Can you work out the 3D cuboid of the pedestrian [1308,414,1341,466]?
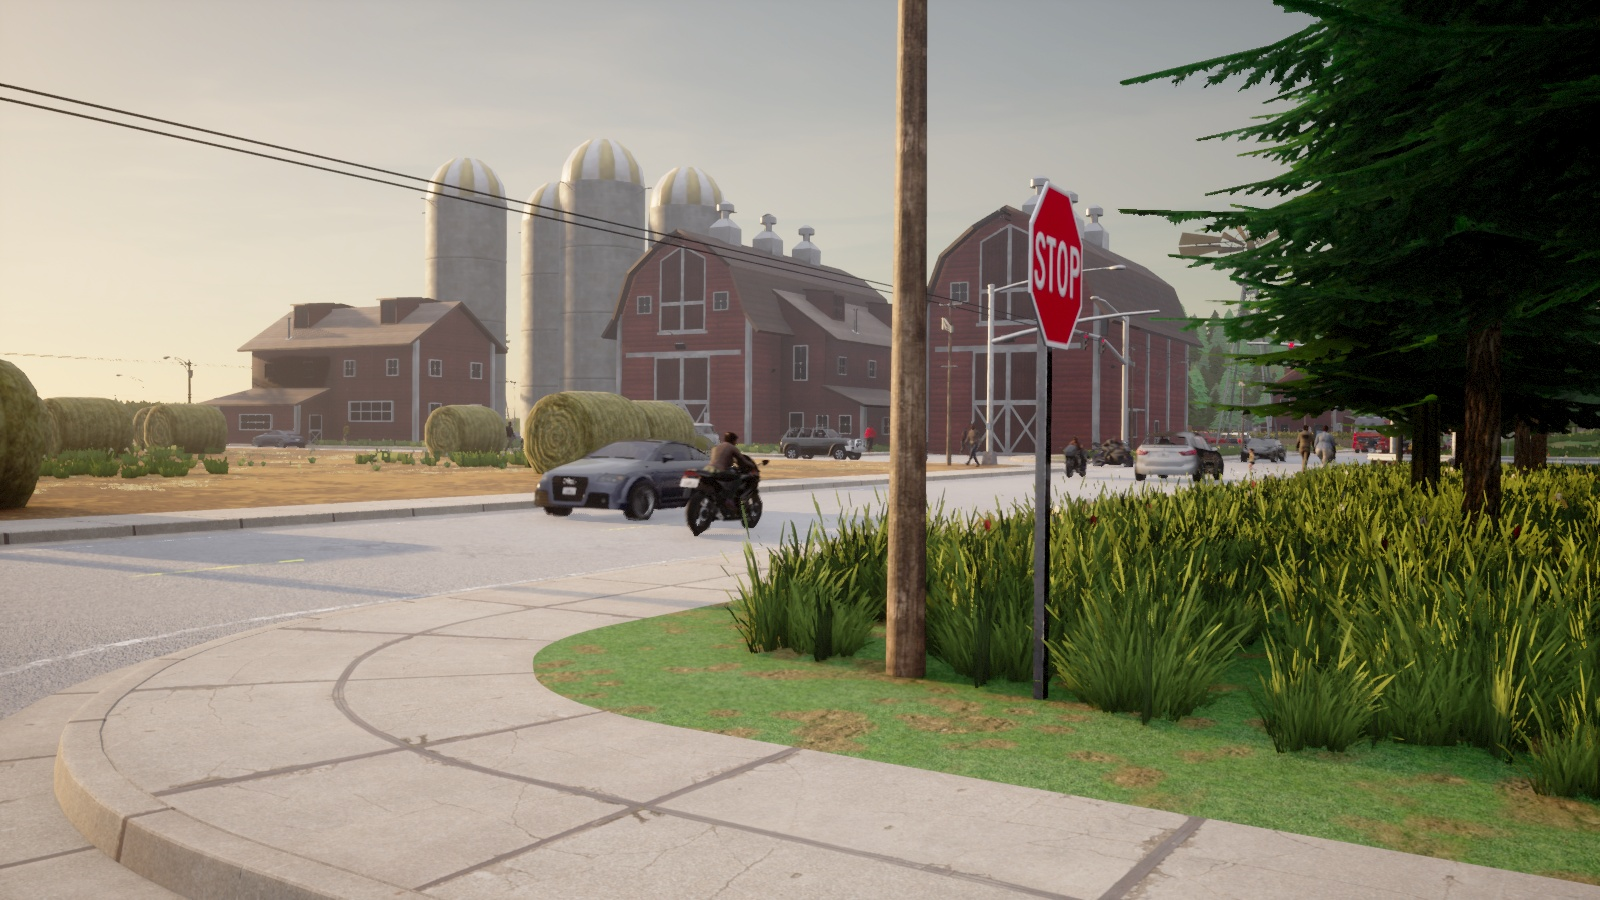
[{"bbox_3d":[18.716,-0.360,44.798,0.874,1.855,0.900,0,1,36],"label":"pedestrian"}]

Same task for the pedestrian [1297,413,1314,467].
[{"bbox_3d":[18.171,-0.359,45.147,0.396,1.930,0.692,0,1,35],"label":"pedestrian"}]

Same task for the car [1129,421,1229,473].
[{"bbox_3d":[13.017,-0.099,42.960,2.242,1.667,4.611,0,0,31],"label":"car"}]

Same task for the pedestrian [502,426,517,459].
[{"bbox_3d":[-16.146,-0.415,69.738,0.703,1.840,0.431,0,1,29],"label":"pedestrian"}]

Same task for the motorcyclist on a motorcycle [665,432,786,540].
[{"bbox_3d":[-1.079,0.501,18.857,0.797,1.523,2.044,0,1,30],"label":"motorcyclist on a motorcycle"}]

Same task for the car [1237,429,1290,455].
[{"bbox_3d":[27.670,-0.507,74.935,2.163,1.488,4.792,0,1,30],"label":"car"}]

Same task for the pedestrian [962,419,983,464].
[{"bbox_3d":[6.937,-0.349,50.473,0.869,1.805,0.328,-1,1,-44],"label":"pedestrian"}]

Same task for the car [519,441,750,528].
[{"bbox_3d":[-2.870,0.546,22.731,1.994,1.385,4.181,0,1,30],"label":"car"}]

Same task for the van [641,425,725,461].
[{"bbox_3d":[-6.624,-0.416,70.935,4.442,1.987,1.775,0,1,29],"label":"van"}]

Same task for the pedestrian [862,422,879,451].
[{"bbox_3d":[4.418,-0.837,78.702,0.634,1.844,0.899,0,1,38],"label":"pedestrian"}]

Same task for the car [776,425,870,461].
[{"bbox_3d":[1.217,-0.367,66.538,4.605,1.855,1.932,0,1,29],"label":"car"}]

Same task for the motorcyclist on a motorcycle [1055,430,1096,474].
[{"bbox_3d":[9.719,0.056,44.248,0.797,1.523,2.044,0,1,30],"label":"motorcyclist on a motorcycle"}]

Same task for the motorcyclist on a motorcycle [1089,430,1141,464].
[{"bbox_3d":[14.670,-0.150,58.564,2.191,1.530,0.866,0,3,44],"label":"motorcyclist on a motorcycle"}]
